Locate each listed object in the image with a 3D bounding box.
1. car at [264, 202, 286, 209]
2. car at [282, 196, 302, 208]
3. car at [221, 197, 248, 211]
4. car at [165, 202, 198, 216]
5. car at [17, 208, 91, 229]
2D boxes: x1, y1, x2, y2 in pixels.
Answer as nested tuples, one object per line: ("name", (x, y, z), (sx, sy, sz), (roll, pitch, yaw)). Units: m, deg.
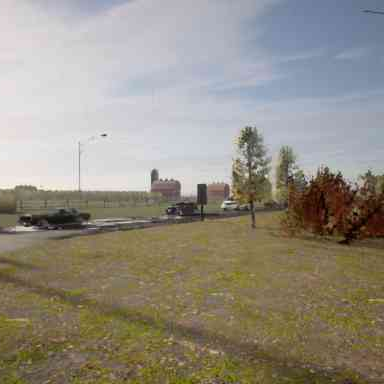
("car", (12.908, 1.957, 52.424), (1.837, 1.490, 4.892), (-1, -1, 32))
("car", (18.597, 1.783, 61.722), (2.150, 2.045, 5.566), (-1, -1, 31))
("car", (6.368, 1.688, 48.827), (2.150, 2.045, 5.566), (-1, -2, 32))
("car", (-1.078, 1.835, 36.887), (1.837, 1.490, 4.892), (-1, -2, 32))
("car", (-9.680, 1.786, 23.589), (1.895, 1.301, 4.718), (-2, -1, 35))
